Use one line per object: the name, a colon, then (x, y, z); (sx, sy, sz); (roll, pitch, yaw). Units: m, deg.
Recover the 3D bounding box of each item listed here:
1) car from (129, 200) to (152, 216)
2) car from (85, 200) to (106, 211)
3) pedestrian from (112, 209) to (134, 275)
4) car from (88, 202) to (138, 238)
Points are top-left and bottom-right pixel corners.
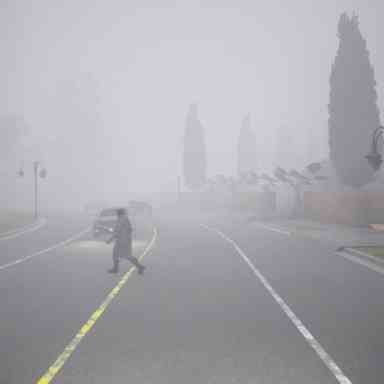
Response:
car: (-5.542, 1.568, 33.477); (1.837, 1.490, 4.892); (0, 0, -29)
car: (-11.789, 1.711, 41.859); (4.181, 1.385, 1.994); (-1, -1, 44)
pedestrian: (-1.868, 1.295, 9.030); (0.375, 1.860, 0.375); (0, 0, 0)
car: (-4.052, 1.505, 17.783); (1.837, 1.490, 4.892); (1, 0, -8)
